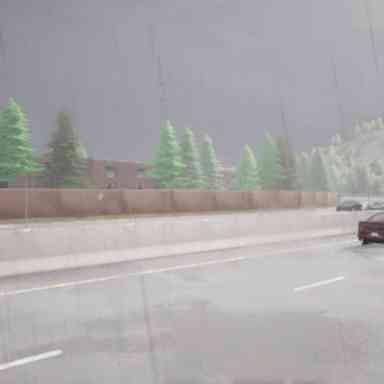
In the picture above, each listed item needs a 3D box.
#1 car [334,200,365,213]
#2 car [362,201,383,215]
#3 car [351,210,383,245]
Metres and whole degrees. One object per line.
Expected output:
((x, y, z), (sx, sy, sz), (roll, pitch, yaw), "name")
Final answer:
((19.242, 1.711, 40.516), (4.892, 1.490, 1.837), (1, -1, -44), "car")
((21.196, 1.750, 37.485), (5.357, 1.411, 2.033), (0, 0, -43), "car")
((9.288, 1.561, 14.672), (5.008, 1.535, 1.882), (0, 0, -36), "car")
